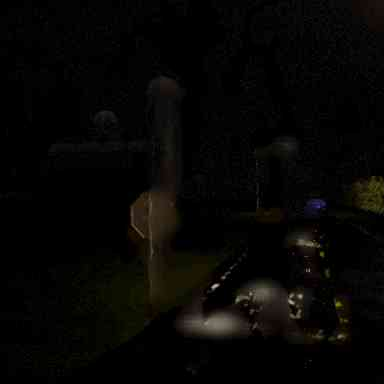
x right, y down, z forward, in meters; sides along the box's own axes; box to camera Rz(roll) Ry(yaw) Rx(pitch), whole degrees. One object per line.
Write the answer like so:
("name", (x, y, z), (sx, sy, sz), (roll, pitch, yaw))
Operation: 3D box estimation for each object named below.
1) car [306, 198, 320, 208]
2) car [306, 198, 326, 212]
("car", (18.980, 1.743, 52.280), (1.812, 1.442, 4.674), (-1, -1, 16))
("car", (15.805, 1.644, 42.014), (1.882, 1.535, 5.008), (-1, -1, 17))
